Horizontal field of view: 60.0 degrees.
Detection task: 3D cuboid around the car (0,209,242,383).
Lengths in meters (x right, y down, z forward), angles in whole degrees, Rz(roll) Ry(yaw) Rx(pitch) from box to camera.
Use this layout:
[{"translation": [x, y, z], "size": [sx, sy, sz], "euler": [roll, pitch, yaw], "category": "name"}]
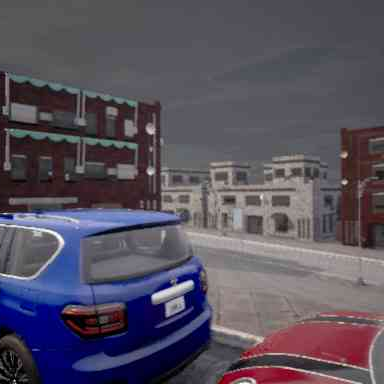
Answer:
[{"translation": [-2.369, 1.282, 4.904], "size": [5.566, 2.045, 2.435], "euler": [-1, 0, 35], "category": "car"}]
